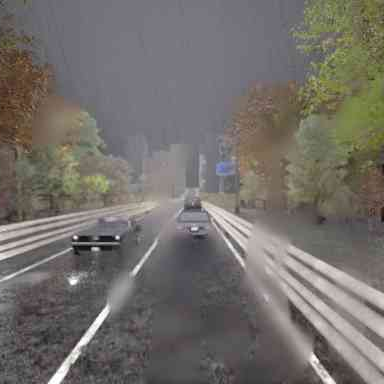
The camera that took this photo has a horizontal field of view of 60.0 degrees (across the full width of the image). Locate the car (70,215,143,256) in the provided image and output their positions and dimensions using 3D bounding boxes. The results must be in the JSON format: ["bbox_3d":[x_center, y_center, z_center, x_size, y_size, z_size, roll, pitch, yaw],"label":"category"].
[{"bbox_3d":[-3.250,1.642,13.459,1.895,1.301,4.718,0,0,0],"label":"car"}]

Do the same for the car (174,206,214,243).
[{"bbox_3d":[0.101,1.607,16.420,2.033,1.411,5.357,0,0,0],"label":"car"}]

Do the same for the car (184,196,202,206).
[{"bbox_3d":[0.105,1.603,42.971,2.150,2.045,5.566,0,-1,0],"label":"car"}]
